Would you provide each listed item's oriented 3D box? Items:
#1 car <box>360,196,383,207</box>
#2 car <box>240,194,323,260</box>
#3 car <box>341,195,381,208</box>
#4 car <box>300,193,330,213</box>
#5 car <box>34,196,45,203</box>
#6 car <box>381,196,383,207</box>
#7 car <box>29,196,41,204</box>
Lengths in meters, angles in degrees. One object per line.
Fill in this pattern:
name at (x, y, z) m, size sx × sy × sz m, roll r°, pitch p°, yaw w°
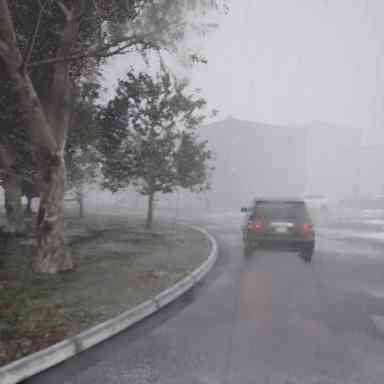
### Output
car at (27.759, 1.355, 49.409) m, size 2.002 × 1.452 × 4.674 m, roll 0°, pitch 1°, yaw -32°
car at (3.052, 1.204, 12.578) m, size 2.150 × 2.045 × 5.566 m, roll 1°, pitch 0°, yaw 8°
car at (23.114, 1.208, 46.429) m, size 2.185 × 1.767 × 4.553 m, roll 0°, pitch 1°, yaw -32°
car at (12.031, 1.134, 35.356) m, size 5.566 × 2.045 × 2.150 m, roll 0°, pitch 1°, yaw -21°
car at (-32.375, 1.607, 70.593) m, size 1.882 × 1.535 × 5.008 m, roll 0°, pitch -1°, yaw -21°
car at (25.427, 1.326, 47.940) m, size 2.097 × 1.535 × 5.008 m, roll 0°, pitch 1°, yaw -32°
car at (-28.714, 1.451, 61.138) m, size 1.882 × 1.535 × 5.008 m, roll 0°, pitch -1°, yaw -21°
